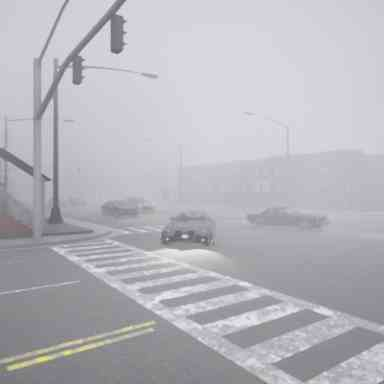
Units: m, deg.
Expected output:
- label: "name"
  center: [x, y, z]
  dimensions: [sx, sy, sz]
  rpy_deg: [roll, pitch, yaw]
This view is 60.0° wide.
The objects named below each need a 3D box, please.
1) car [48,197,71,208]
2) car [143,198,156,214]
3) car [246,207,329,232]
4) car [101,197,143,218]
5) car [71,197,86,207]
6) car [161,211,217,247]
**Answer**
- label: "car"
  center: [-19.703, 1.505, 48.557]
  dimensions: [1.837, 1.490, 4.892]
  rpy_deg: [0, 0, -35]
- label: "car"
  center: [-5.623, 1.350, 34.781]
  dimensions: [2.097, 1.767, 4.553]
  rpy_deg: [0, 0, -36]
- label: "car"
  center: [5.829, 1.600, 20.452]
  dimensions: [4.718, 1.301, 1.895]
  rpy_deg: [0, 0, 41]
- label: "car"
  center: [-6.635, 1.477, 30.168]
  dimensions: [1.882, 1.535, 5.008]
  rpy_deg: [0, 0, -36]
- label: "car"
  center: [-18.398, 1.492, 52.793]
  dimensions: [2.128, 1.511, 4.902]
  rpy_deg: [0, 0, -35]
- label: "car"
  center: [0.035, 1.563, 15.095]
  dimensions: [1.994, 1.385, 4.181]
  rpy_deg: [0, 0, 9]
